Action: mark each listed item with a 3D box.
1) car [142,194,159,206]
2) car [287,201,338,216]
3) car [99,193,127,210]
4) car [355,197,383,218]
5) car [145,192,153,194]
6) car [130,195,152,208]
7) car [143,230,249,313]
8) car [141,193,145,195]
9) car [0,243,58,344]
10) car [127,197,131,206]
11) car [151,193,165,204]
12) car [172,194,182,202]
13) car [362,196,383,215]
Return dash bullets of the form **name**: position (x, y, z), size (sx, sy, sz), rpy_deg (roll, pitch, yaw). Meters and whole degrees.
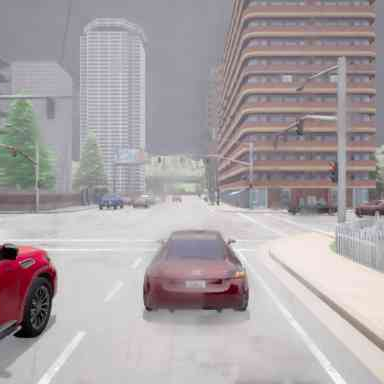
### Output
- **car**: position (-7.097, 1.526, 55.730), size (1.812, 1.442, 4.674), rpy_deg (0, 0, 0)
- **car**: position (11.418, 1.545, 31.297), size (4.718, 1.301, 1.895), rpy_deg (0, 0, -12)
- **car**: position (-10.583, 1.221, 44.018), size (2.150, 2.045, 5.566), rpy_deg (0, 0, 2)
- **car**: position (16.573, 1.422, 29.026), size (5.008, 1.535, 1.882), rpy_deg (0, 0, -20)
- **car**: position (-10.512, 1.225, 74.734), size (2.150, 2.045, 5.566), rpy_deg (0, 0, 0)
- **car**: position (-7.090, 1.526, 46.873), size (1.812, 1.442, 4.674), rpy_deg (0, 0, -1)
- **car**: position (0.092, 1.564, 7.738), size (1.994, 1.385, 4.181), rpy_deg (0, 0, 1)
- **car**: position (-10.554, 1.505, 64.206), size (1.837, 1.490, 4.892), rpy_deg (0, 0, 0)
- **car**: position (-3.432, 1.221, 3.462), size (2.150, 2.045, 5.566), rpy_deg (0, 0, 0)
- **car**: position (-10.599, 1.526, 53.773), size (1.812, 1.442, 4.674), rpy_deg (0, 0, 0)
- **car**: position (-7.044, 1.526, 65.993), size (1.812, 1.442, 4.674), rpy_deg (0, 0, 0)
- **car**: position (-3.513, 1.355, 77.652), size (2.097, 1.767, 4.553), rpy_deg (0, 0, 0)
- **car**: position (19.860, 1.297, 34.142), size (4.553, 1.767, 2.097), rpy_deg (0, 0, -27)
